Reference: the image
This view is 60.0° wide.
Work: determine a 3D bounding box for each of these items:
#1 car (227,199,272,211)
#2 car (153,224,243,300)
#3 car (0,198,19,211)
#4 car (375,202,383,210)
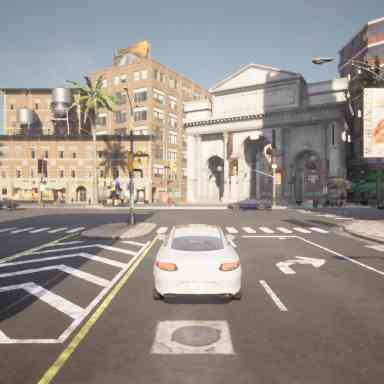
[{"bbox_3d":[6.986,1.547,40.514,5.357,1.411,2.033,0,0,1],"label":"car"},{"bbox_3d":[0.108,1.526,8.276,1.812,1.442,4.674,0,0,0],"label":"car"},{"bbox_3d":[-23.856,1.491,40.815,4.902,1.511,2.128,0,0,1],"label":"car"},{"bbox_3d":[24.791,1.504,40.320,4.892,1.490,1.837,0,0,1],"label":"car"}]
